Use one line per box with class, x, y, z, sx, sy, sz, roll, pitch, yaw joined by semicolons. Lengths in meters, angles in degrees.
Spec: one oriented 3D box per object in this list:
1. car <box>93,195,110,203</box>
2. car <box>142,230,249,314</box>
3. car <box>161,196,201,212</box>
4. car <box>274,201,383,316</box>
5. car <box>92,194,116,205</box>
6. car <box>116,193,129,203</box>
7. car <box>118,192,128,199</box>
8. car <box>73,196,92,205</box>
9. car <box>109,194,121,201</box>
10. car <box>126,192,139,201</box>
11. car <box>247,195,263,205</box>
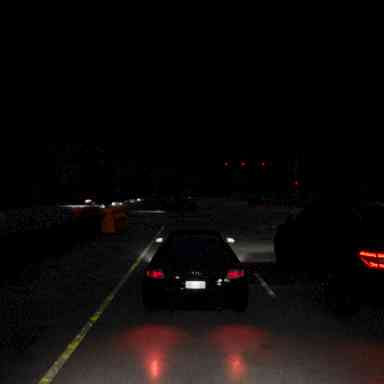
car;-17.827;1.328;65.856;2.033;1.411;5.357;0;0;0
car;0.069;1.563;7.723;1.994;1.385;4.181;0;0;0
car;-1.341;1.477;37.036;4.181;1.385;1.994;0;0;-7
car;3.591;1.221;7.652;2.150;2.045;5.566;0;0;-2
car;-14.336;1.396;54.167;1.994;1.385;4.181;0;0;0
car;-14.336;1.382;65.539;1.895;1.301;4.718;0;0;0
car;-18.744;1.025;90.602;2.097;1.767;4.553;0;0;-7
car;-17.841;1.378;54.539;2.033;1.411;5.357;0;0;0
car;-17.883;1.228;77.564;1.837;1.490;4.892;0;0;0
car;-14.382;0.954;77.493;2.150;2.045;5.566;0;0;0
car;10.466;1.333;55.443;1.837;1.490;4.892;-1;1;-1
